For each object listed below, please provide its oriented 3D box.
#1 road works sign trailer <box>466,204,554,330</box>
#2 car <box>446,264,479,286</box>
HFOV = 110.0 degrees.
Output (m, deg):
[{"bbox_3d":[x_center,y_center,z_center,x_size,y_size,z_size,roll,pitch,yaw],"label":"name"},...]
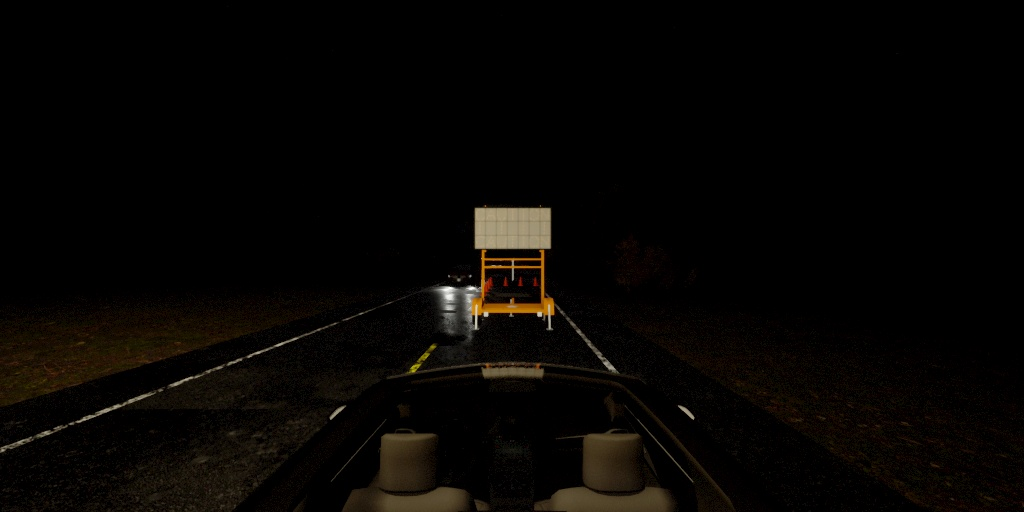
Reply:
[{"bbox_3d":[0.028,0.215,11.119,2.380,3.560,2.880,0,0,0],"label":"road works sign trailer"},{"bbox_3d":[-3.429,1.281,25.528,1.812,1.442,4.674,0,0,0],"label":"car"}]
